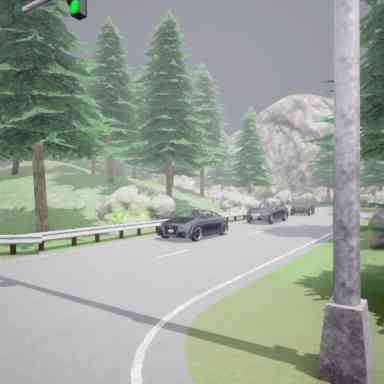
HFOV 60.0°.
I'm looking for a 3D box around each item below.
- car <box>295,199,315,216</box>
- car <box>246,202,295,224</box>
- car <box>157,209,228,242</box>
[{"bbox_3d":[11.239,1.520,33.597,1.837,1.490,4.892,0,0,27],"label":"car"},{"bbox_3d":[5.728,1.507,24.993,2.128,1.511,4.902,0,0,34],"label":"car"},{"bbox_3d":[0.153,1.579,16.757,1.994,1.385,4.181,0,0,34],"label":"car"}]
